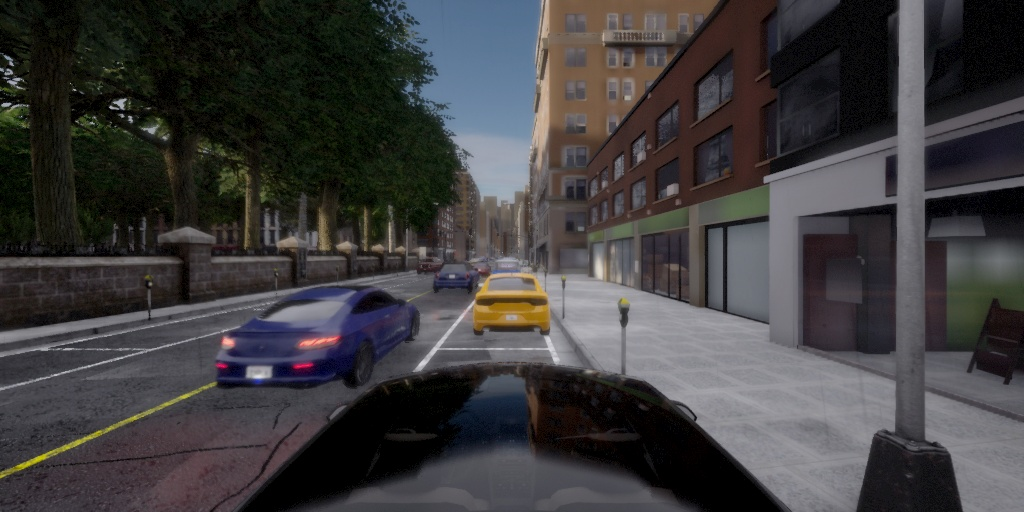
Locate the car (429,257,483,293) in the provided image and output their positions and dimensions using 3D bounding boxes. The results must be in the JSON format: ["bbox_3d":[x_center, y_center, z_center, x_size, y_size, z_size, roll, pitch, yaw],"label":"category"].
[{"bbox_3d":[-3.099,1.094,20.806,2.097,1.767,4.553,0,0,0],"label":"car"}]

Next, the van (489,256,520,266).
[{"bbox_3d":[-0.289,1.083,21.849,1.690,1.789,3.998,0,0,0],"label":"van"}]

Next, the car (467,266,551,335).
[{"bbox_3d":[-0.005,1.225,10.500,1.882,1.535,5.008,0,0,0],"label":"car"}]

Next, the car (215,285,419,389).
[{"bbox_3d":[-3.145,1.274,6.770,1.812,1.442,4.674,0,0,0],"label":"car"}]

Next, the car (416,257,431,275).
[{"bbox_3d":[-8.813,1.041,38.791,2.192,1.841,5.009,0,0,0],"label":"car"}]

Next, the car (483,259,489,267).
[{"bbox_3d":[-3.099,1.294,36.003,1.994,1.385,4.181,0,0,1],"label":"car"}]
